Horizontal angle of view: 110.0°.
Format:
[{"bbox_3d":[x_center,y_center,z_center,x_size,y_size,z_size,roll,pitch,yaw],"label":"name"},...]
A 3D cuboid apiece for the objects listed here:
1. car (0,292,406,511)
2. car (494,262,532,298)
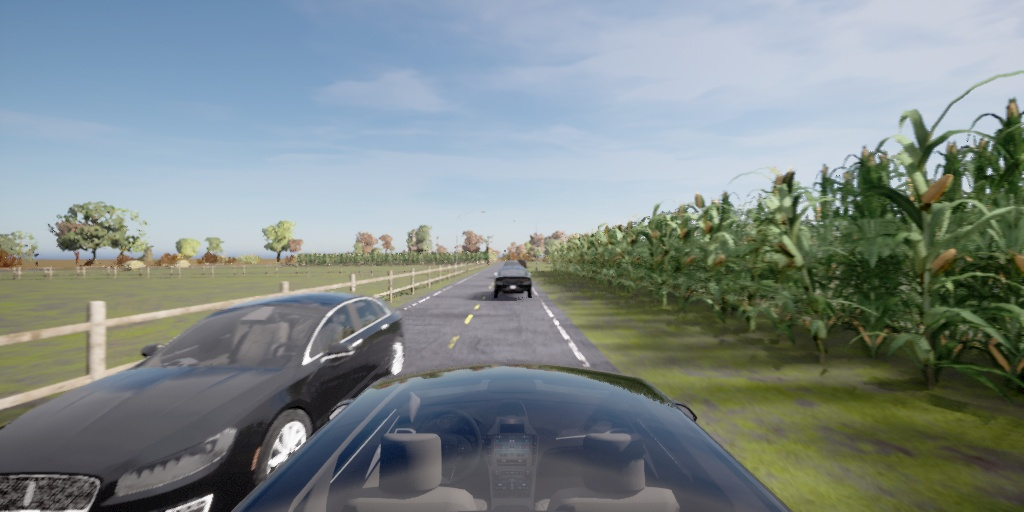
[{"bbox_3d":[-2.756,1.275,4.434,1.837,1.490,4.892,0,0,0],"label":"car"},{"bbox_3d":[0.045,1.300,19.239,1.882,1.535,5.008,0,0,0],"label":"car"}]
